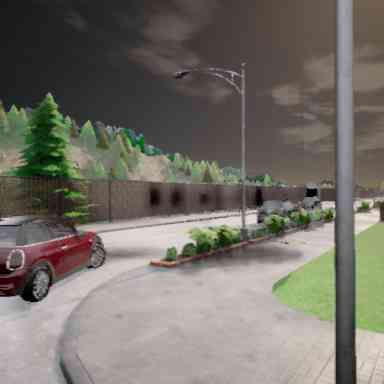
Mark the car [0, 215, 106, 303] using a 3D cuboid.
[{"bbox_3d":[-3.961,1.383,8.557,2.097,1.767,4.553,0,0,6],"label":"car"}]

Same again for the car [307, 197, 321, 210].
[{"bbox_3d":[15.765,1.398,44.795,2.097,1.767,4.553,0,0,36],"label":"car"}]

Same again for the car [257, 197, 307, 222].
[{"bbox_3d":[6.582,1.384,24.691,2.097,1.767,4.553,0,0,36],"label":"car"}]
